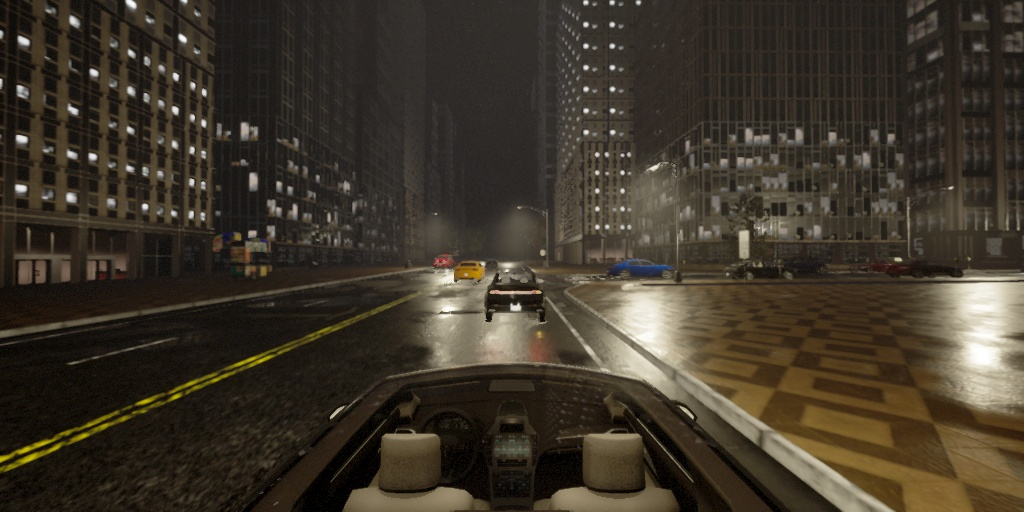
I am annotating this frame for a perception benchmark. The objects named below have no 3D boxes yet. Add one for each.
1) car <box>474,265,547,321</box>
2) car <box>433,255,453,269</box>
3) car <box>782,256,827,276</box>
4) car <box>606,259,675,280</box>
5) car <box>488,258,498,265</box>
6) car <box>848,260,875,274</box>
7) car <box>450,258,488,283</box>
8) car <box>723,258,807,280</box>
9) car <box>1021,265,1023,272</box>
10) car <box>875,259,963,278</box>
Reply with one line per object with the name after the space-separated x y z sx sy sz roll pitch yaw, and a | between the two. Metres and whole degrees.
0.104 1.213 12.250 2.128 1.511 4.902 0 0 0 | car
-9.815 0.839 51.945 2.150 2.045 5.566 0 0 0 | car
23.431 0.785 30.043 4.553 1.767 2.097 -1 -1 -1 | car
9.713 1.003 27.082 5.008 1.535 1.882 -1 -3 0 | car
-3.139 1.102 54.911 2.128 1.511 4.902 0 0 0 | car
33.265 0.956 32.750 4.207 1.307 1.802 0 0 -1 | car
-3.155 1.134 27.129 1.882 1.535 5.008 -1 0 0 | car
16.693 0.970 24.158 4.403 1.370 2.007 0 0 -1 | car
46.041 0.782 30.247 4.181 1.385 1.994 0 -1 0 | car
27.811 0.896 24.300 4.207 1.307 1.802 0 0 -1 | car
